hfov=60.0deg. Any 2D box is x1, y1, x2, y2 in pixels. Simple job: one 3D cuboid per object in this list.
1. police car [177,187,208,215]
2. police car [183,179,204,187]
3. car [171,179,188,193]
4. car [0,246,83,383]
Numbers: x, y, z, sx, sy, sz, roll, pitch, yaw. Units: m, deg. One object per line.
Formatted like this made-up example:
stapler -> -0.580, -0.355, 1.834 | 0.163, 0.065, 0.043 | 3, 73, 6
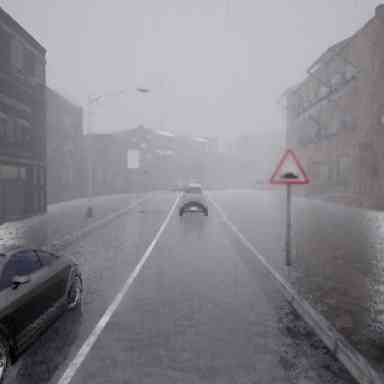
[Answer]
police car -> 0.094, 0.731, 23.948 | 2.038, 1.542, 4.974 | 0, 4, 0
police car -> 0.478, -0.436, 42.301 | 1.930, 1.638, 5.238 | 0, 4, 5
car -> -1.055, -0.862, 49.360 | 2.150, 2.045, 5.566 | 1, 2, 24
car -> -3.102, 1.527, 4.760 | 1.994, 1.385, 4.181 | 0, 1, 0
